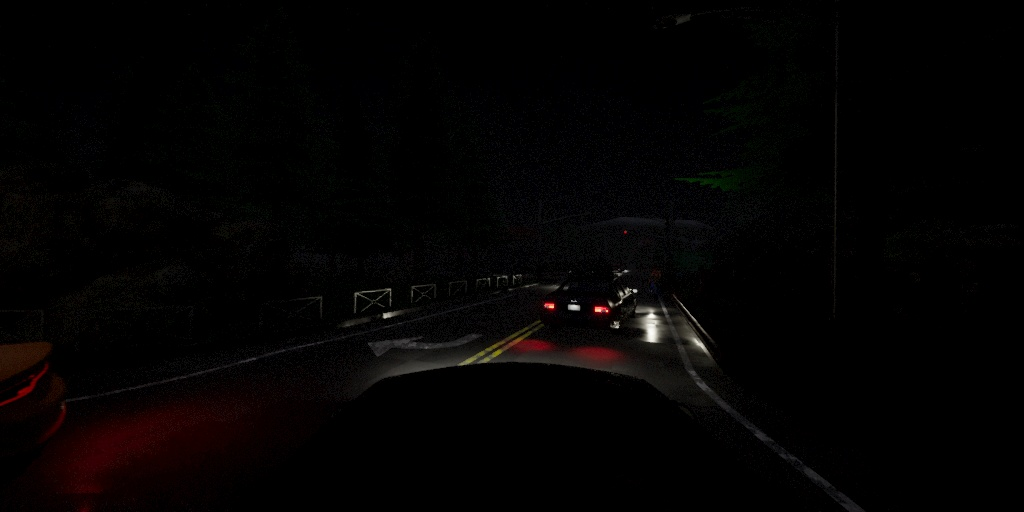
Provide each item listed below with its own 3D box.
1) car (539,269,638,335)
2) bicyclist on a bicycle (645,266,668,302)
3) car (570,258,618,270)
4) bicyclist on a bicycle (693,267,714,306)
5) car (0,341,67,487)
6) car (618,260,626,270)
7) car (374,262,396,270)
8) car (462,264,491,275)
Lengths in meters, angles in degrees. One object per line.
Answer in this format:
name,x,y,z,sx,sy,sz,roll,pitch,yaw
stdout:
car,2.447,1.250,10.358,2.033,1.411,5.357,1,-1,25
bicyclist on a bicycle,6.661,1.290,16.505,1.656,1.620,0.582,1,-1,-31
car,6.481,1.187,29.047,2.150,2.045,5.566,1,-1,33
bicyclist on a bicycle,8.086,1.303,15.101,1.656,1.620,0.582,1,0,-34
car,-5.826,1.150,1.477,1.882,1.535,5.008,2,0,41
car,17.197,1.690,59.775,2.150,2.045,5.566,1,-1,21
car,-17.796,1.504,49.905,4.181,1.385,1.994,1,-1,22
car,-4.729,1.671,44.922,4.181,1.385,1.994,1,-1,21
